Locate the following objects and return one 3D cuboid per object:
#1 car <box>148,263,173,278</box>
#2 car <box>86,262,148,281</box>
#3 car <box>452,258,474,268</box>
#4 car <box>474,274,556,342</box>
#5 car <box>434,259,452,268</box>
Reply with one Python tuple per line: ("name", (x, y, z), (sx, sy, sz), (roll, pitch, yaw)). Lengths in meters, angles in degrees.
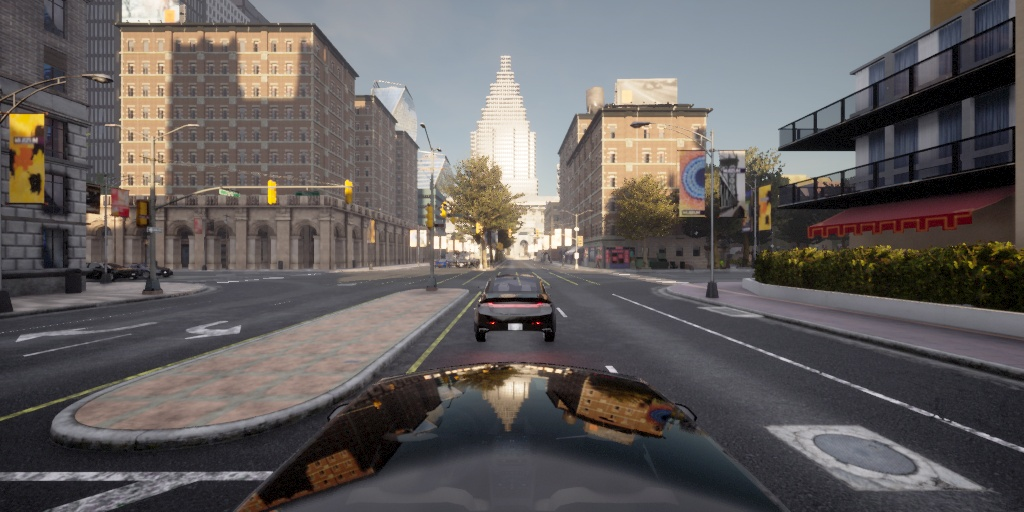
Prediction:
("car", (-33.633, 1.314, 32.693), (4.181, 1.385, 1.994), (0, 0, -1))
("car", (-33.345, 1.228, 29.200), (5.008, 1.535, 1.882), (0, 0, 0))
("car", (-8.052, 1.241, 59.593), (2.128, 1.511, 4.902), (0, 0, 0))
("car", (0.080, 1.242, 9.776), (2.128, 1.511, 4.902), (0, 0, 0))
("car", (-11.549, 1.227, 60.008), (1.882, 1.535, 5.008), (0, 0, 0))
